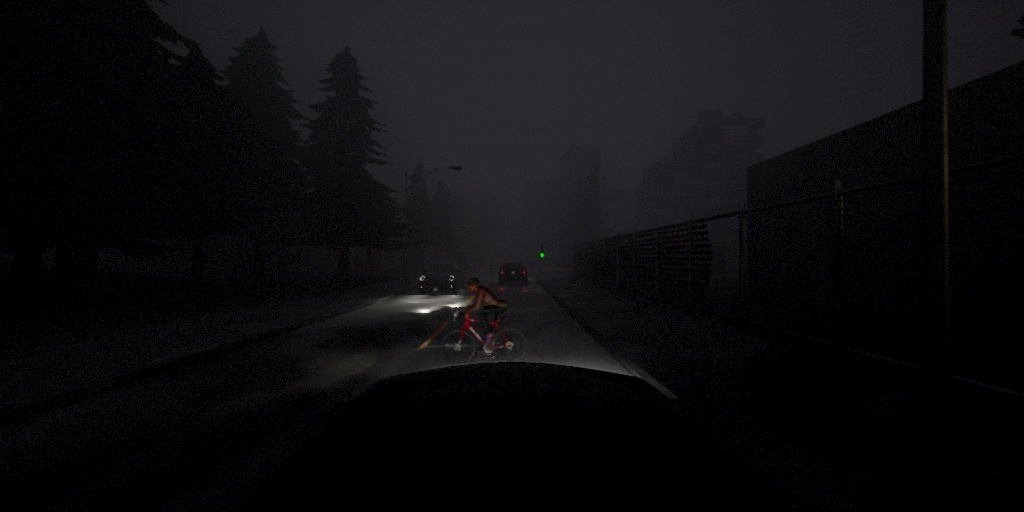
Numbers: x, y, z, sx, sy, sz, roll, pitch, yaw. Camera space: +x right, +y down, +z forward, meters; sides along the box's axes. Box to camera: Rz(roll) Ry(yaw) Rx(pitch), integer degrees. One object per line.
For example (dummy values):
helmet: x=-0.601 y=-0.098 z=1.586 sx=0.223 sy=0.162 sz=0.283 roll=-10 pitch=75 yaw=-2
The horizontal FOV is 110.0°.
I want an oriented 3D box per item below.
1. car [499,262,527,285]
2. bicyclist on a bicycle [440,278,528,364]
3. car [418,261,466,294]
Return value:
car: x=0.094 y=1.244 z=28.125 sx=2.097 sy=1.767 sz=4.553 roll=0 pitch=0 yaw=0
bicyclist on a bicycle: x=-0.537 y=1.224 z=6.674 sx=1.656 sy=1.620 sz=0.582 roll=-2 pitch=0 yaw=0
car: x=-4.039 y=1.206 z=21.270 sx=2.097 sy=1.767 sz=4.553 roll=0 pitch=0 yaw=1
